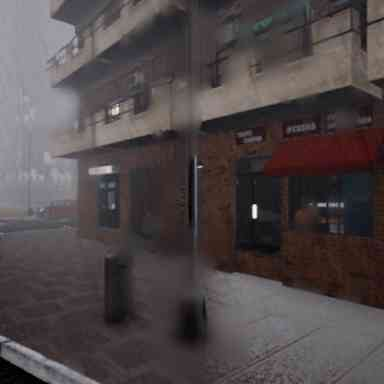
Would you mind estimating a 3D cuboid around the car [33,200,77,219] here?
[{"bbox_3d":[-11.303,1.395,28.400,4.097,1.590,1.967,-1,1,-41],"label":"car"}]
